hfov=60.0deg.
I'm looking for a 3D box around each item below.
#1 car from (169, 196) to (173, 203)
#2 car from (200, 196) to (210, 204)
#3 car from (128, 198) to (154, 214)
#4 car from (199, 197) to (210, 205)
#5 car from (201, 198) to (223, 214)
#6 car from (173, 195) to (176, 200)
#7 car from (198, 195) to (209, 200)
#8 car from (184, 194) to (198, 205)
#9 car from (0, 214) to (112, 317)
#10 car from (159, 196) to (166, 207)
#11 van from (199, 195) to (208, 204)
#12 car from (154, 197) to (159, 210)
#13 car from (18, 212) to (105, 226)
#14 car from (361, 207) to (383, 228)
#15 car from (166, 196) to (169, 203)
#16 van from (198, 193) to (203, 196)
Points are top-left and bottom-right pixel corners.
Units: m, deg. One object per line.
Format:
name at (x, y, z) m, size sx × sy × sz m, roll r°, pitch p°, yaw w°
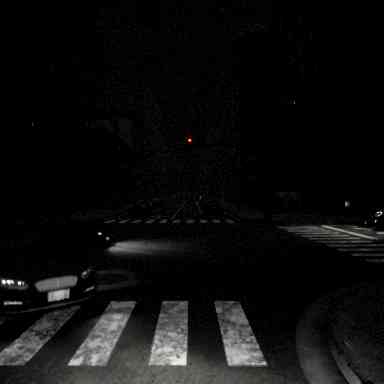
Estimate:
car at (-5.636, 1.552, 69.193) m, size 1.967 × 1.590 × 4.097 m, roll 0°, pitch 0°, yaw 0°
car at (2.358, 1.641, 47.139) m, size 1.802 × 1.307 × 4.206 m, roll 0°, pitch 0°, yaw 0°
car at (-5.682, 1.480, 36.128) m, size 1.967 × 1.590 × 4.097 m, roll 0°, pitch 0°, yaw 0°
car at (2.381, 1.647, 63.671) m, size 2.008 × 1.369 × 4.403 m, roll 0°, pitch 0°, yaw 0°
car at (2.343, 1.606, 36.116) m, size 1.947 × 1.339 × 4.313 m, roll 0°, pitch 0°, yaw 0°
car at (-5.621, 1.694, 80.214) m, size 2.008 × 1.369 × 4.403 m, roll 0°, pitch 0°, yaw 0°
car at (2.365, 1.637, 52.649) m, size 1.947 × 1.339 × 4.313 m, roll 0°, pitch 0°, yaw 0°
car at (-0.155, 1.601, 63.291) m, size 1.837 × 1.490 × 4.892 m, roll 0°, pitch 0°, yaw 0°
car at (-3.863, 1.488, 7.484) m, size 2.128 × 1.511 × 4.902 m, roll 1°, pitch -1°, yaw -41°
car at (-5.659, 1.653, 52.660) m, size 1.802 × 1.307 × 4.206 m, roll 0°, pitch 0°, yaw 0°
van at (2.388, 1.453, 69.182) m, size 1.690 × 1.788 × 3.998 m, roll 0°, pitch 0°, yaw 0°
car at (-5.675, 1.490, 41.639) m, size 1.967 × 1.590 × 4.097 m, roll 0°, pitch 0°, yaw 0°
car at (-6.195, 1.563, 13.857) m, size 5.357 × 1.411 × 2.033 m, roll 0°, pitch 0°, yaw 0°
car at (13.004, 1.304, 20.633) m, size 4.553 × 1.767 × 2.097 m, roll 0°, pitch 0°, yaw 0°
car at (-5.651, 1.634, 58.171) m, size 2.008 × 1.369 × 4.403 m, roll 0°, pitch 0°, yaw 0°
van at (2.373, 1.424, 58.160) m, size 1.690 × 1.788 × 3.998 m, roll 0°, pitch 0°, yaw 0°
